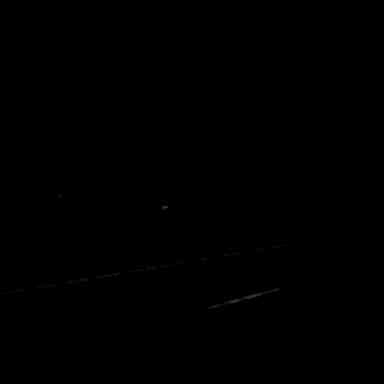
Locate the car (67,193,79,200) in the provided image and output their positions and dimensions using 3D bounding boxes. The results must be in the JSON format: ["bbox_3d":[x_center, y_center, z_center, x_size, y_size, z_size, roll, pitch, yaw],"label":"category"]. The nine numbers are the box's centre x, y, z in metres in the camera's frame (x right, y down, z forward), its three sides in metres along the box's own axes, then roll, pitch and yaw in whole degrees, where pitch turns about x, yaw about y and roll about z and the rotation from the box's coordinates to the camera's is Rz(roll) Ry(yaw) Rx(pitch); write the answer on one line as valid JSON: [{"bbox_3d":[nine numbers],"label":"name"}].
[{"bbox_3d":[-29.367,1.140,81.116,2.128,1.511,4.902,-1,1,-37],"label":"car"}]
